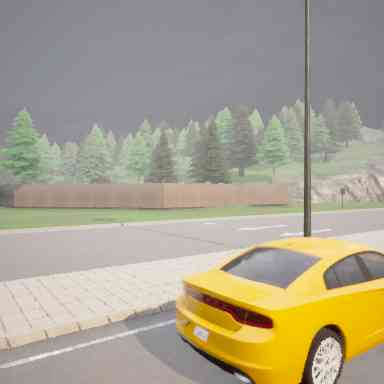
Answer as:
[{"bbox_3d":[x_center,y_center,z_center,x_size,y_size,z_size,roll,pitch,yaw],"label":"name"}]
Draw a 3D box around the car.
[{"bbox_3d":[2.116,1.478,5.257,5.008,1.535,1.882,0,0,-35],"label":"car"}]
